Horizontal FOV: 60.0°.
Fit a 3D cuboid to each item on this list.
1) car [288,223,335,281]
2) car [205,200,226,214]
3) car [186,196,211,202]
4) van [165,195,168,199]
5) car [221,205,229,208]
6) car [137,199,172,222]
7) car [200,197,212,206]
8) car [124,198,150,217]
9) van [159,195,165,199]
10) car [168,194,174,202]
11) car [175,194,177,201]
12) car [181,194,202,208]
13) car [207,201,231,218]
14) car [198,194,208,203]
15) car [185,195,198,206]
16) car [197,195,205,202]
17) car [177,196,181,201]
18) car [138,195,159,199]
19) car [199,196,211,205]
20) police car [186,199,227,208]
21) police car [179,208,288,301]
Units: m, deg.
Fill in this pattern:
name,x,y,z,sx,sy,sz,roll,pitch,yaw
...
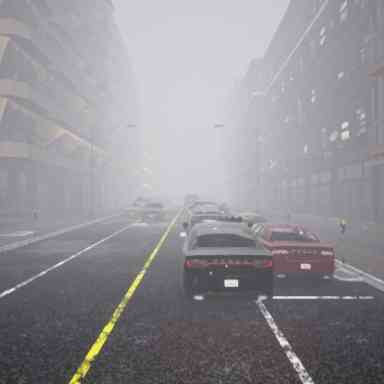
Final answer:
name,x,y,z,sx,sy,sz,roll,pitch,yaw
car,2.574,1.551,9.753,1.887,1.381,4.507,1,0,0
car,2.533,1.602,37.407,2.008,1.369,4.403,1,0,0
car,0.792,1.377,24.392,2.097,1.767,4.553,0,0,0
van,-5.366,1.437,54.049,1.690,1.788,3.998,1,0,0
car,2.566,1.537,15.455,1.752,1.417,4.829,1,0,0
car,-2.883,1.534,26.303,1.837,1.490,4.892,0,0,0
car,2.502,1.658,59.528,1.887,1.381,4.507,1,0,0
car,-5.338,1.565,31.757,1.752,1.417,4.829,2,0,0
van,-5.357,1.419,48.517,1.690,1.788,3.998,2,0,0
car,-5.381,1.449,65.110,2.192,1.841,5.009,1,0,0
car,-5.412,1.767,81.701,1.947,1.339,4.313,1,0,0
car,-0.054,1.291,45.523,2.150,2.045,5.566,0,0,0
car,2.541,1.585,31.875,1.887,1.381,4.507,1,0,0
car,2.448,1.492,76.123,2.192,1.841,5.009,1,0,0
car,-0.083,1.467,59.934,2.097,1.767,4.553,0,0,0
car,2.429,1.667,87.185,1.967,1.590,4.097,1,0,0
car,-2.874,1.741,88.783,1.837,1.490,4.892,0,-1,0
car,-5.340,1.366,37.459,2.192,1.841,5.009,2,0,0
car,2.504,1.574,65.061,1.967,1.590,4.097,1,0,0
police car,0.801,1.441,18.529,1.930,1.638,5.238,0,0,0
police car,0.705,1.430,8.527,1.930,1.638,5.238,0,0,0
